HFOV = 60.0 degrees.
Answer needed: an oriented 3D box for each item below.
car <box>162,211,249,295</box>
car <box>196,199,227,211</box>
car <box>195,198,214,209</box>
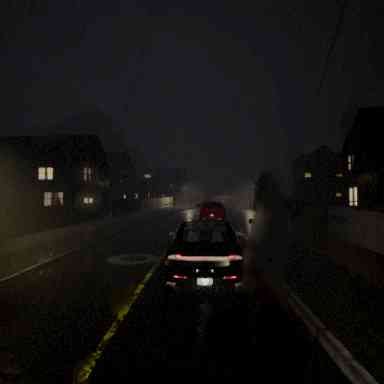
[{"bbox_3d":[0.359,1.497,8.784,2.128,1.511,4.902,0,0,3],"label":"car"},{"bbox_3d":[1.688,1.479,25.882,1.882,1.535,5.008,0,0,7],"label":"car"},{"bbox_3d":[1.809,1.591,45.691,1.994,1.385,4.181,0,0,11],"label":"car"}]
